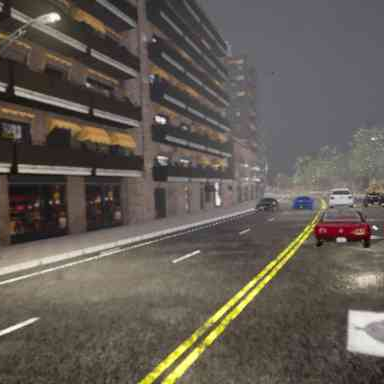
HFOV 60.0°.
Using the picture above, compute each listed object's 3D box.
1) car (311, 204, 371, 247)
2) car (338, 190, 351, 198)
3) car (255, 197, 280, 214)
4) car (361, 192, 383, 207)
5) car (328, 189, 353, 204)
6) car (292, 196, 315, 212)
[{"bbox_3d":[6.269,1.388,13.884,1.895,1.301,4.718,-2,0,25],"label":"car"},{"bbox_3d":[31.615,0.359,68.978,1.882,1.535,5.008,-2,0,18],"label":"car"},{"bbox_3d":[7.515,1.290,33.025,1.837,1.490,4.892,-2,-1,23],"label":"car"},{"bbox_3d":[19.334,0.825,35.520,1.837,1.490,4.892,-2,0,22],"label":"car"},{"bbox_3d":[15.511,0.692,34.745,2.150,2.045,5.566,-2,0,22],"label":"car"},{"bbox_3d":[11.174,1.117,33.327,1.882,1.535,5.008,-2,0,23],"label":"car"}]
